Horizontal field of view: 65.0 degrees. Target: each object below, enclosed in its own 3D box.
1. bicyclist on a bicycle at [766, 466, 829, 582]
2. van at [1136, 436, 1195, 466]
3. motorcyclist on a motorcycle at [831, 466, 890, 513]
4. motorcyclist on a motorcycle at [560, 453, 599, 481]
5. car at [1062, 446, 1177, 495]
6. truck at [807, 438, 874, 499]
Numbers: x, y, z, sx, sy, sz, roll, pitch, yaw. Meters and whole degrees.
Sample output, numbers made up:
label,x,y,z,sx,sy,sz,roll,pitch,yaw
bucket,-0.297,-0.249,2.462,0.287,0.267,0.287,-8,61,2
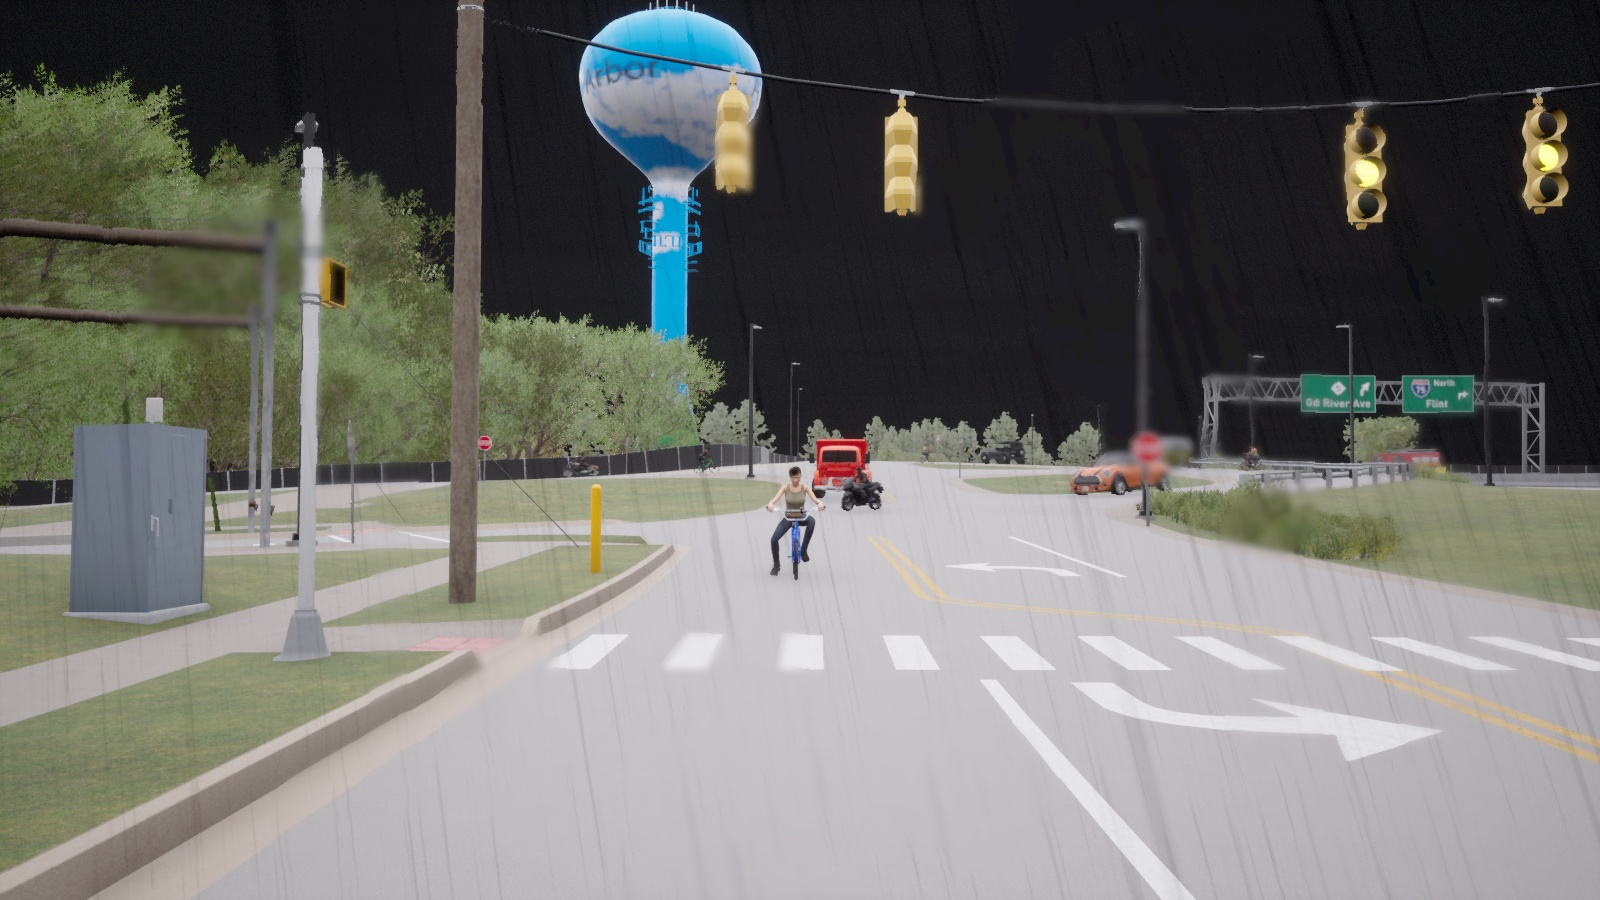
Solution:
label,x,y,z,sx,sy,sz,roll,pitch,yaw
bicyclist on a bicycle,-0.056,1.042,18.222,0.866,1.612,1.509,0,-1,-1
van,25.227,0.092,86.914,1.775,1.987,4.442,1,0,-16
motorcyclist on a motorcycle,2.064,1.308,42.655,2.044,1.523,0.797,0,0,-45
motorcyclist on a motorcycle,-14.001,1.087,79.816,2.350,1.649,0.766,-2,-2,-12
car,13.023,0.820,51.070,4.553,1.767,2.097,-2,-1,-39
truck,1.791,0.760,53.798,2.627,2.467,5.204,0,0,4
